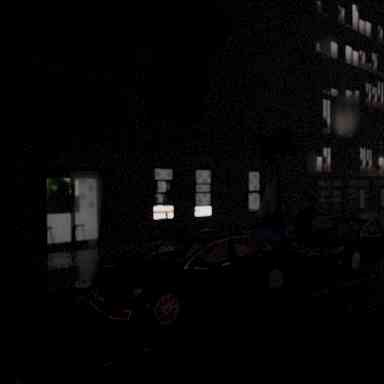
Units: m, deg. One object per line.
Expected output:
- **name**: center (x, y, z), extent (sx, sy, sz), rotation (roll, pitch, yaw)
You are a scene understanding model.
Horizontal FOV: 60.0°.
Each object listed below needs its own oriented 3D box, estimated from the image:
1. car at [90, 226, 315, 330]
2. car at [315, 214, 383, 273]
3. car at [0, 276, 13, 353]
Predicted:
- **car**: center (0.212, 1.476, 6.703), extent (4.403, 1.369, 2.008), rotation (-1, 1, -35)
- **car**: center (4.833, 1.367, 9.996), extent (4.403, 1.369, 2.008), rotation (-1, 1, -35)
- **car**: center (-4.409, 1.577, 3.410), extent (4.507, 1.381, 1.887), rotation (-1, 1, -35)
